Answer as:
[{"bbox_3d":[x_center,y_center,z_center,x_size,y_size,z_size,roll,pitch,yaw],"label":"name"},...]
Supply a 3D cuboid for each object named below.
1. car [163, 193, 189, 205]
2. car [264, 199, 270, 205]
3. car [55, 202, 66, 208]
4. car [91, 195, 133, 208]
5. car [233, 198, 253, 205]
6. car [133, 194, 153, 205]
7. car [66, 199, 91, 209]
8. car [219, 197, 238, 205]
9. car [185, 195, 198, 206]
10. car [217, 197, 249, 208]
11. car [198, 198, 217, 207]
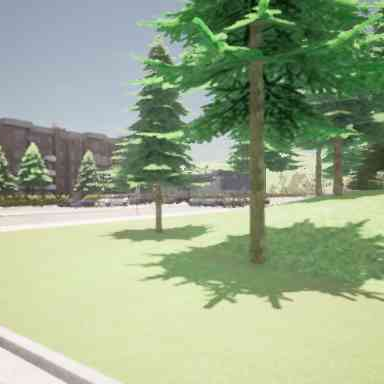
[{"bbox_3d":[-2.564,1.270,65.626,2.150,2.045,5.566,0,0,35],"label":"car"},{"bbox_3d":[12.615,1.752,61.123,1.895,1.301,4.718,0,0,35],"label":"car"},{"bbox_3d":[-19.570,1.879,53.777,1.895,1.301,4.718,0,0,35],"label":"car"},{"bbox_3d":[-12.361,1.457,51.873,2.150,2.045,5.566,0,0,35],"label":"car"},{"bbox_3d":[9.754,1.773,63.138,1.895,1.301,4.718,0,0,35],"label":"car"},{"bbox_3d":[-10.232,1.498,66.901,2.150,2.045,5.566,0,0,35],"label":"car"},{"bbox_3d":[-16.672,1.783,51.825,1.812,1.442,4.674,0,0,35],"label":"car"},{"bbox_3d":[7.240,1.718,65.648,1.812,1.442,4.674,0,0,35],"label":"car"},{"bbox_3d":[1.344,1.755,57.192,1.994,1.385,4.181,0,0,36],"label":"car"},{"bbox_3d":[6.509,1.642,52.384,2.128,1.511,4.902,0,0,36],"label":"car"},{"bbox_3d":[3.688,1.718,54.457,2.033,1.411,5.357,0,0,36],"label":"car"}]
